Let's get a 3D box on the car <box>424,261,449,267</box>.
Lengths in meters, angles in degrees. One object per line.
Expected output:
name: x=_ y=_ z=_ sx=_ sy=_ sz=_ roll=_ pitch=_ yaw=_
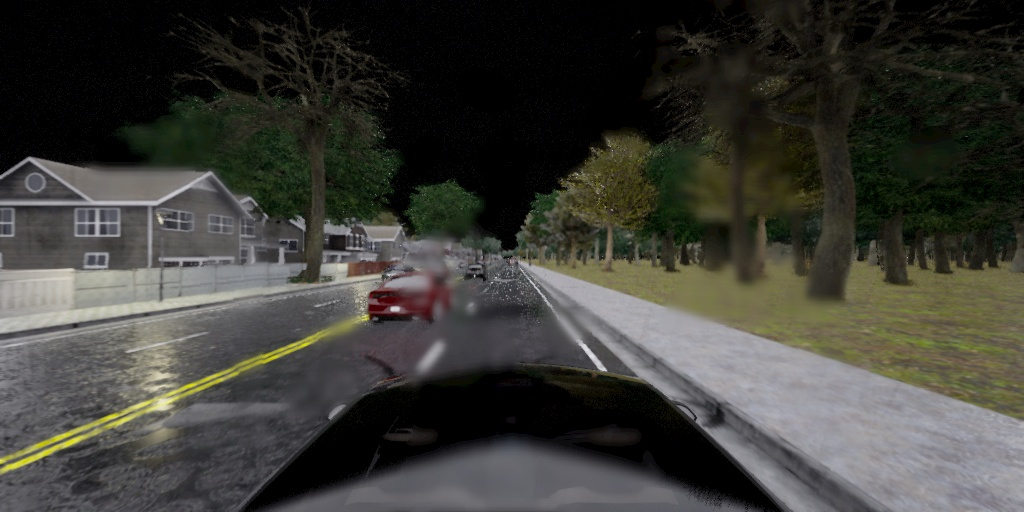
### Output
car: x=-6.601 y=1.291 z=31.234 sx=2.097 sy=1.767 sz=4.553 roll=0 pitch=0 yaw=0

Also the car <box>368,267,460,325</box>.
car: x=-3.163 y=1.295 z=12.205 sx=1.882 sy=1.535 sz=5.008 roll=0 pitch=0 yaw=0

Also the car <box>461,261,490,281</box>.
car: x=-3.157 y=1.453 z=32.709 sx=1.837 sy=1.490 sz=4.892 roll=0 pitch=0 yaw=0

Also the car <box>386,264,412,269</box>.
car: x=-9.852 y=1.432 z=31.378 sx=2.128 sy=1.511 sz=4.902 roll=0 pitch=0 yaw=0

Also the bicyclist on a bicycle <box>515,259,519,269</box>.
bicyclist on a bicycle: x=0.885 y=1.507 z=62.474 sx=0.659 sy=1.776 sz=1.843 roll=0 pitch=0 yaw=0
